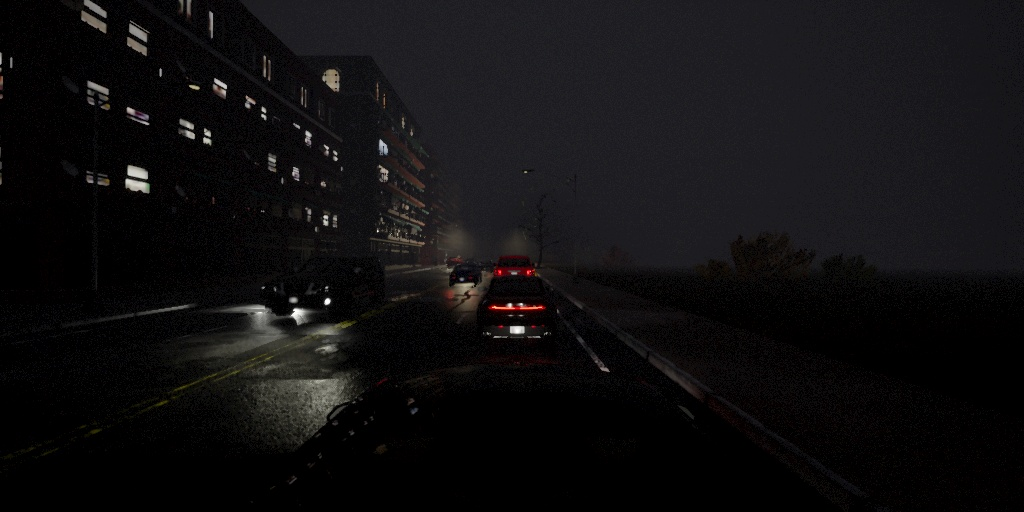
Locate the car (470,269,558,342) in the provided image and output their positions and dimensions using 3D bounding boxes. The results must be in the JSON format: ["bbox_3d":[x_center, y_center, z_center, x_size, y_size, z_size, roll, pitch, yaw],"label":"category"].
[{"bbox_3d":[0.107,1.255,9.727,1.837,1.490,4.892,0,0,0],"label":"car"}]

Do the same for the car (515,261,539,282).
[{"bbox_3d":[1.157,1.206,30.482,1.801,1.575,5.366,0,0,0],"label":"car"}]

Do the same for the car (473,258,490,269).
[{"bbox_3d":[-3.123,1.238,43.936,2.128,1.511,4.902,0,0,0],"label":"car"}]

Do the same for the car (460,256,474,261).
[{"bbox_3d":[-6.550,1.099,56.948,2.097,1.767,4.553,0,0,0],"label":"car"}]

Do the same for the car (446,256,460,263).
[{"bbox_3d":[-9.785,0.971,60.995,2.150,2.045,5.566,0,0,0],"label":"car"}]

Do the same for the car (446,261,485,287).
[{"bbox_3d":[-3.135,1.276,24.759,1.812,1.442,4.674,0,0,0],"label":"car"}]

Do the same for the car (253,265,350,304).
[{"bbox_3d":[-9.840,1.256,17.321,1.837,1.490,4.892,0,0,0],"label":"car"}]

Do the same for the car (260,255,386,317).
[{"bbox_3d":[-6.593,0.972,13.586,2.150,2.045,5.566,0,0,0],"label":"car"}]

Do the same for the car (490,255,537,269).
[{"bbox_3d":[0.112,0.973,20.074,2.150,2.045,5.566,0,0,0],"label":"car"}]
